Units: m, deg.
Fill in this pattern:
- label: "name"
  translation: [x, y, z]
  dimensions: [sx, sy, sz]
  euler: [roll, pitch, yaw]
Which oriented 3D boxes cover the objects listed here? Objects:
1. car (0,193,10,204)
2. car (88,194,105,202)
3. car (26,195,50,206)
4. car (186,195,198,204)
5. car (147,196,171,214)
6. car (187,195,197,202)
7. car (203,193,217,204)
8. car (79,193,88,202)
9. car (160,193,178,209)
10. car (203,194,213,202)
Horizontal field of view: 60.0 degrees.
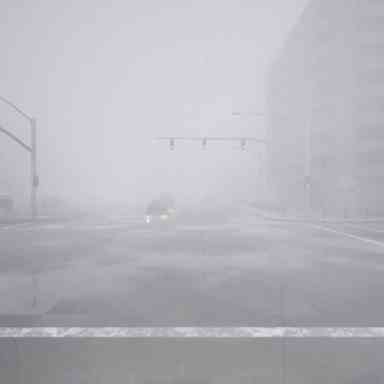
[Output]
- label: "car"
  translation: [-43.545, 1.198, 74.682]
  dimensions: [1.905, 1.878, 3.866]
  euler: [0, 0, 0]
- label: "car"
  translation: [-21.027, 1.195, 74.578]
  dimensions: [1.932, 1.855, 4.605]
  euler: [0, 0, 0]
- label: "car"
  translation: [-26.694, 1.428, 57.187]
  dimensions: [1.970, 1.475, 3.806]
  euler: [0, 0, 0]
- label: "car"
  translation: [0.019, 1.562, 64.219]
  dimensions: [1.812, 1.442, 4.674]
  euler: [0, 0, 0]
- label: "car"
  translation: [-3.580, 1.498, 35.528]
  dimensions: [1.882, 1.535, 5.008]
  euler: [0, 0, 0]
- label: "car"
  translation: [0.021, 1.424, 73.195]
  dimensions: [2.128, 1.511, 4.902]
  euler: [0, 0, 0]
- label: "car"
  translation: [3.518, 1.257, 63.648]
  dimensions: [2.150, 2.045, 5.566]
  euler: [0, 0, 0]
- label: "car"
  translation: [-23.921, 1.198, 74.644]
  dimensions: [1.905, 1.878, 3.866]
  euler: [0, 0, 0]
- label: "car"
  translation: [-3.576, 1.248, 46.166]
  dimensions: [2.150, 2.045, 5.566]
  euler: [0, 0, 0]
- label: "car"
  translation: [3.521, 1.254, 73.164]
  dimensions: [2.097, 1.767, 4.553]
  euler: [0, 0, 0]
